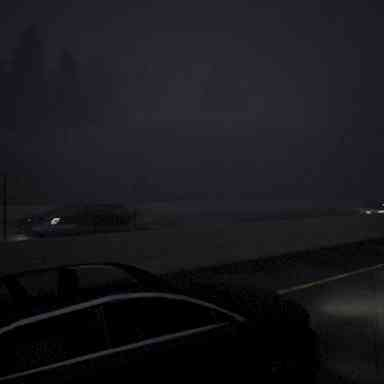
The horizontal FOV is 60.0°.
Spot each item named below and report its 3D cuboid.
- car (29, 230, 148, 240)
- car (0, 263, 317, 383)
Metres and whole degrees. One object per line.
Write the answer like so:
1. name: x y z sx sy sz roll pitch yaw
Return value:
1. car: -4.227 1.610 13.889 4.718 1.301 1.895 0 0 -36
2. car: -0.780 1.494 3.239 4.902 1.511 2.128 0 0 -35
